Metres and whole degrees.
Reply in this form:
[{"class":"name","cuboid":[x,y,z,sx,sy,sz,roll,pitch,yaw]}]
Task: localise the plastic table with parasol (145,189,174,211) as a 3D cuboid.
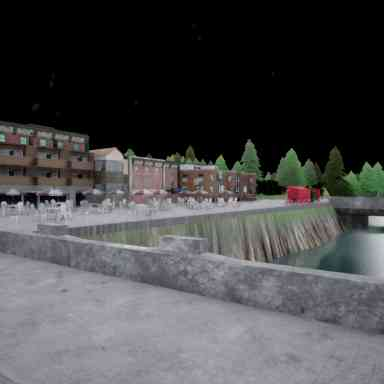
[{"class":"plastic table with parasol","cuboid":[-3.888,0.925,39.812,2.482,2.480,2.482,0,0,35]}]
